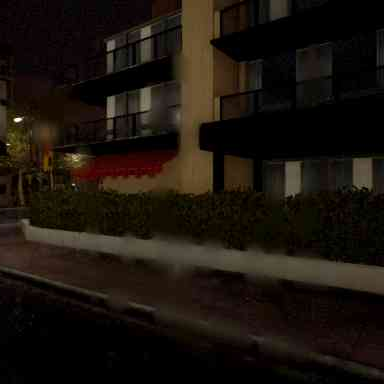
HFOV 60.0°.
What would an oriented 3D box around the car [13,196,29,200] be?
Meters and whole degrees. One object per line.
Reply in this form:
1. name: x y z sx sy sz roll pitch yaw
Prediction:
1. car: -36.130 1.481 67.937 4.892 1.521 2.231 0 0 36
